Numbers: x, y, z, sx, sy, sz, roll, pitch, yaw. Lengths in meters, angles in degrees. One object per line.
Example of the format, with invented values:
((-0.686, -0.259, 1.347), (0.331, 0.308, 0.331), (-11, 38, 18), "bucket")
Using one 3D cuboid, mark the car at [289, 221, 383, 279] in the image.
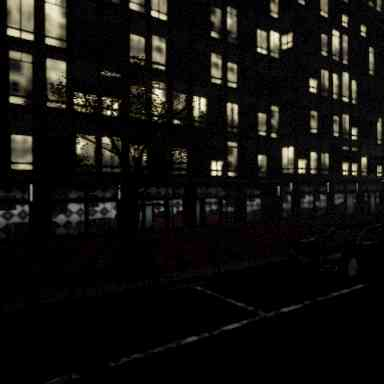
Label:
((4.720, 1.567, 9.929), (4.403, 1.369, 2.008), (0, -1, -35), "car")
